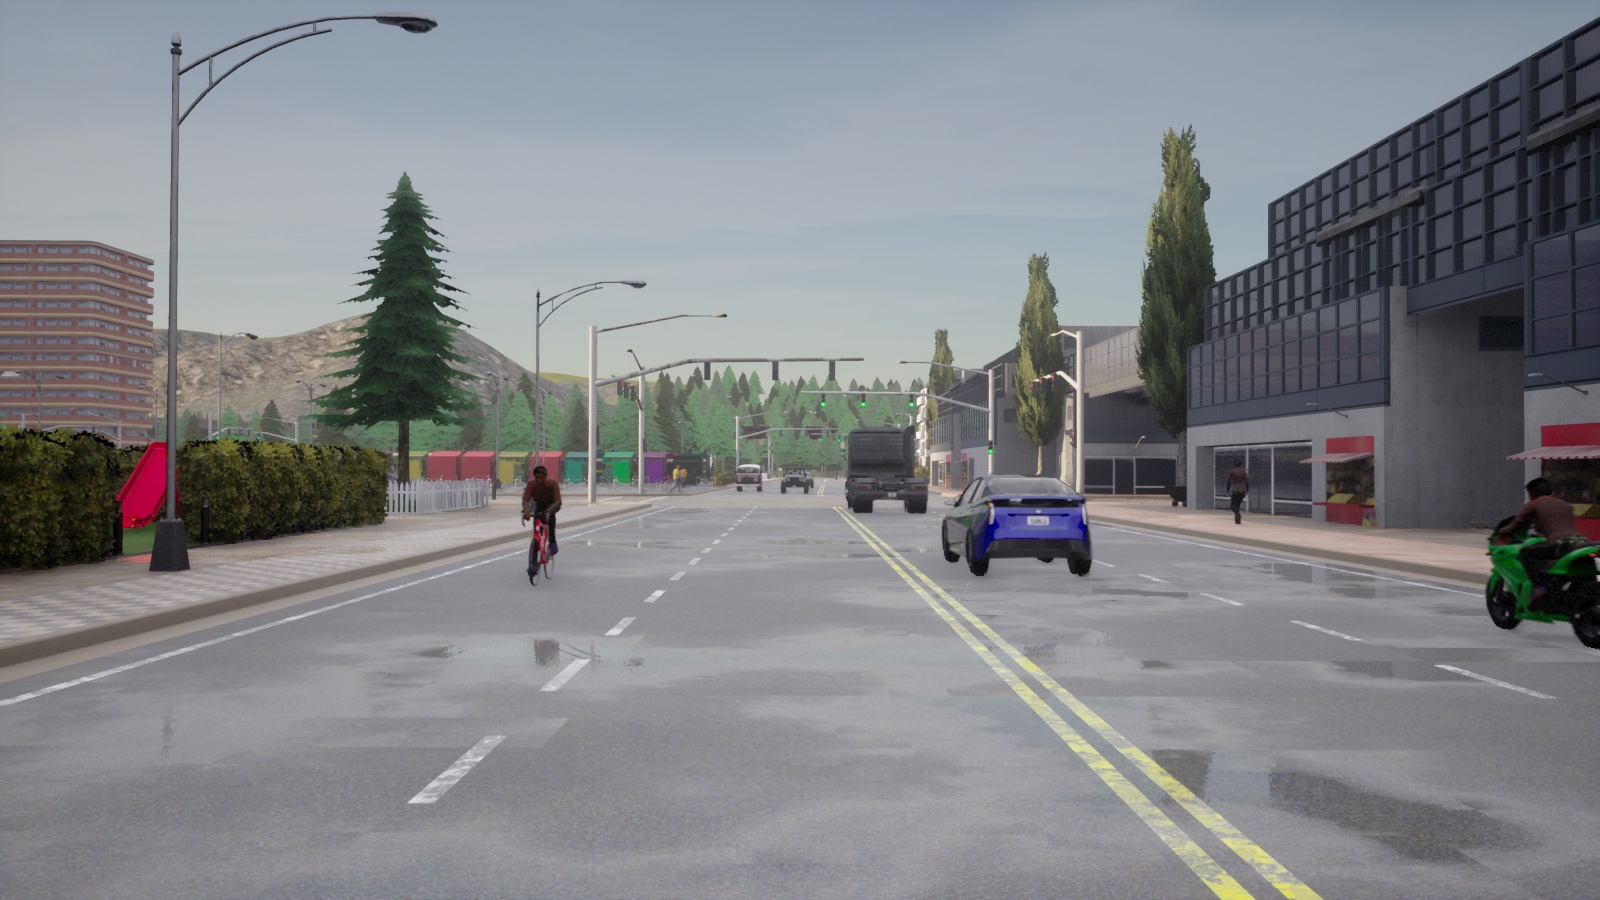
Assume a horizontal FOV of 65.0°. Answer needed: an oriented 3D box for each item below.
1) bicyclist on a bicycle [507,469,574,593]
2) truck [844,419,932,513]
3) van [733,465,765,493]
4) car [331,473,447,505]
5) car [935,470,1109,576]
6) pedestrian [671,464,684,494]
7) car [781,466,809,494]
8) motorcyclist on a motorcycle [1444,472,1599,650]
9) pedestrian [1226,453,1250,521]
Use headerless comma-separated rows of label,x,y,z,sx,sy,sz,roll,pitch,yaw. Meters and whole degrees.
bicyclist on a bicycle,-3.543,1.070,17.235,0.582,1.620,1.656,0,-1,0
truck,3.367,0.657,50.072,2.891,3.462,7.936,0,-1,0
van,-3.724,2.112,93.054,2.069,2.038,4.480,0,-1,1
car,-19.909,1.872,60.987,4.902,1.511,2.128,0,-1,0
car,3.449,1.089,20.371,2.007,1.525,4.514,0,-1,0
pedestrian,-7.501,1.790,76.838,0.706,1.836,0.354,0,-1,-22
car,-0.334,2.079,87.593,1.905,1.878,3.866,0,-1,1
motorcyclist on a motorcycle,6.971,0.966,11.779,0.797,1.523,2.044,0,-1,0
pedestrian,11.778,0.992,33.794,0.328,1.805,0.869,0,-1,0
